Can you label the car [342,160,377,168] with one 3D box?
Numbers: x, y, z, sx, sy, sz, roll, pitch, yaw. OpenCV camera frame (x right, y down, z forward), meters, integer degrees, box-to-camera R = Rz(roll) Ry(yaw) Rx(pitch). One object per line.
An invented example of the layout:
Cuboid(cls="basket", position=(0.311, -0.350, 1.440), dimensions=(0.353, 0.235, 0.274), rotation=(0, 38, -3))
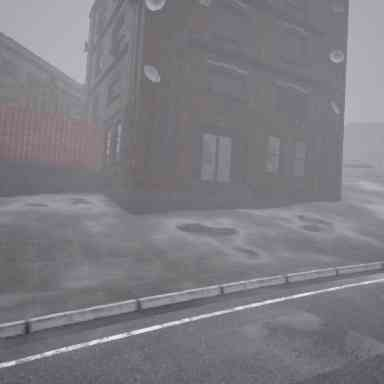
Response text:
Cuboid(cls="car", position=(20.960, -3.283, 42.378), dimensions=(4.553, 1.767, 2.185), rotation=(2, -3, 14))
